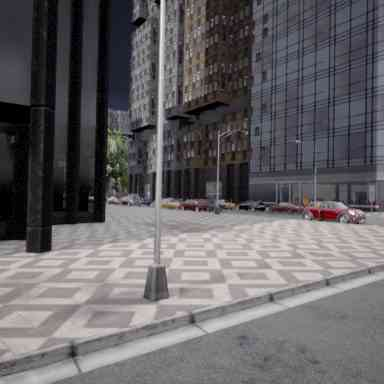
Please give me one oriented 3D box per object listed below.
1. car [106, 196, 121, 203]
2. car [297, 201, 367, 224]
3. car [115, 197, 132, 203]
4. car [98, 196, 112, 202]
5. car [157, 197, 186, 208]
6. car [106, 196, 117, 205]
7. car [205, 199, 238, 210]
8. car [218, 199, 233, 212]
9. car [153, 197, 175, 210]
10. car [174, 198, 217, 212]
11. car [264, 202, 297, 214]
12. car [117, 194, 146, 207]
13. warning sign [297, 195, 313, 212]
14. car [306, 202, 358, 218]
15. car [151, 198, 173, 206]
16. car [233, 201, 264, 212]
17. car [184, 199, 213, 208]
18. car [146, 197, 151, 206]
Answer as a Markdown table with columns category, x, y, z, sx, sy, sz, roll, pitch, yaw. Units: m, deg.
| category | x | y | z | sx | sy | sz | roll | pitch | yaw |
| --- | --- | --- | --- | --- | --- | --- | --- | --- | --- |
| car | -18.276 | 1.699 | 77.437 | 1.752 | 1.417 | 4.829 | 2 | -1 | -35 |
| car | 9.915 | 1.371 | 23.242 | 1.967 | 1.590 | 4.097 | 2 | -1 | -37 |
| car | -14.992 | 1.740 | 72.831 | 1.947 | 1.339 | 4.313 | 2 | -1 | -35 |
| car | -21.364 | 1.755 | 81.765 | 1.802 | 1.307 | 4.206 | 2 | -1 | -35 |
| car | -3.226 | 1.593 | 51.655 | 2.128 | 1.511 | 4.902 | 2 | -1 | -35 |
| car | -12.377 | 1.532 | 54.488 | 1.802 | 1.307 | 4.206 | 2 | -1 | -35 |
| car | 4.027 | 1.694 | 46.168 | 1.752 | 1.417 | 4.829 | 2 | -1 | -35 |
| car | 1.888 | 1.559 | 39.078 | 2.033 | 1.411 | 5.357 | 2 | -1 | -35 |
| car | -2.717 | 1.469 | 40.947 | 1.752 | 1.417 | 4.829 | 2 | -1 | -35 |
| car | 0.371 | 1.485 | 36.617 | 1.887 | 1.381 | 4.507 | 2 | -1 | -35 |
| car | 10.497 | 1.744 | 37.095 | 1.802 | 1.307 | 4.206 | 2 | -1 | -35 |
| car | -9.187 | 1.389 | 50.022 | 1.967 | 1.590 | 4.097 | 2 | -1 | -35 |
| warning sign | 12.854 | 1.338 | 37.781 | 1.300 | 1.860 | 1.060 | 2 | -1 | -35 |
| car | 13.683 | 1.725 | 32.628 | 1.947 | 1.339 | 4.313 | 2 | -1 | -35 |
| car | -5.433 | 1.726 | 59.431 | 2.008 | 1.369 | 4.403 | 2 | -1 | -35 |
| car | 7.311 | 1.731 | 41.562 | 1.947 | 1.339 | 4.313 | 2 | -1 | -35 |
| car | 0.939 | 1.723 | 50.496 | 2.008 | 1.369 | 4.403 | 2 | -1 | -35 |
| car | -8.818 | 1.350 | 54.266 | 2.150 | 2.045 | 5.566 | 2 | -1 | -35 |
